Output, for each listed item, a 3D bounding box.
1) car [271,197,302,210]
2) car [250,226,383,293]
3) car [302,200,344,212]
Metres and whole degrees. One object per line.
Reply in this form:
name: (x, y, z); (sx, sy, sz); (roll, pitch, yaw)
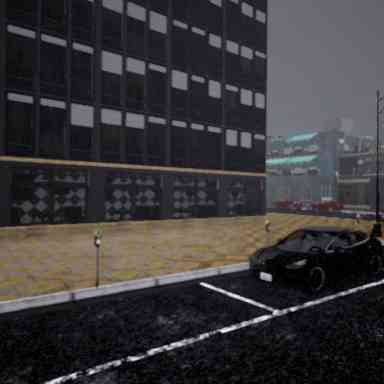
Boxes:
car: (12.219, 1.414, 43.122); (1.967, 1.590, 4.097); (2, 0, -36)
car: (3.514, 1.632, 9.061); (4.313, 1.339, 1.947); (1, 0, -36)
car: (15.500, 1.625, 38.650); (1.802, 1.307, 4.206); (2, 0, -36)
